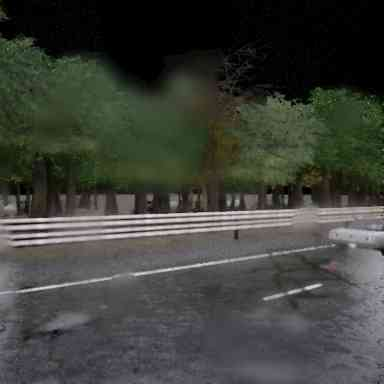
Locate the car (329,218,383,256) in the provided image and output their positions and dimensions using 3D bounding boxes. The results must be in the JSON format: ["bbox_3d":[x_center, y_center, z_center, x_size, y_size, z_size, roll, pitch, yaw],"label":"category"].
[{"bbox_3d":[7.828,1.735,13.742,4.718,1.301,1.895,1,0,-35],"label":"car"}]
